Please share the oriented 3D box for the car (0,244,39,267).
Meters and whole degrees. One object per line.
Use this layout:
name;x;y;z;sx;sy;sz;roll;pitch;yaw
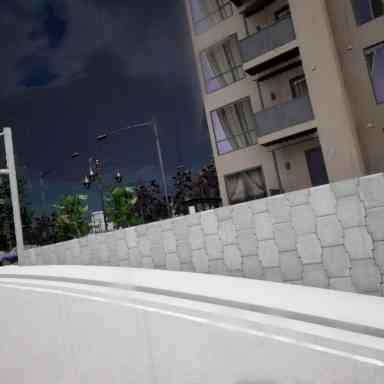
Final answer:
car;-15.562;5.659;29.608;2.097;1.767;4.553;-15;-9;35
